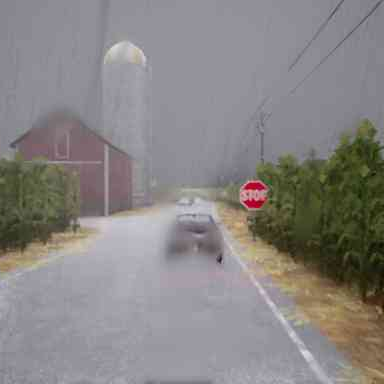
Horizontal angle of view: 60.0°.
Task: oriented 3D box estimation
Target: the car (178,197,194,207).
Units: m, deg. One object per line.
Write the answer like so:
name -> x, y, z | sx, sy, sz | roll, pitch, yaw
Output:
car -> -1.220, 1.728, 55.649 | 1.812, 1.442, 4.674 | 0, 0, 5

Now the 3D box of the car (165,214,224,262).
car -> 0.097, 1.535, 12.246 | 2.128, 1.511, 4.902 | 0, 0, 1

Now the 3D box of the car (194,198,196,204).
car -> -0.198, 1.797, 71.186 | 2.033, 1.411, 5.357 | 0, 0, 3
